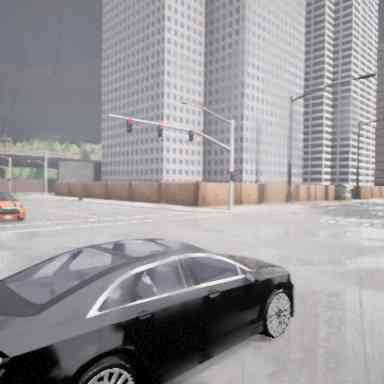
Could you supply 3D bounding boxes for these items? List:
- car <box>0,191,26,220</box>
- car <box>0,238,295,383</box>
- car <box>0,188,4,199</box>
[{"bbox_3d":[-11.857,0.787,20.278,2.097,1.767,4.553,0,2,-45],"label":"car"},{"bbox_3d":[-0.396,1.391,4.444,2.128,1.511,4.902,2,2,45],"label":"car"},{"bbox_3d":[-29.105,0.152,47.959,4.902,1.511,2.128,2,2,44],"label":"car"}]
